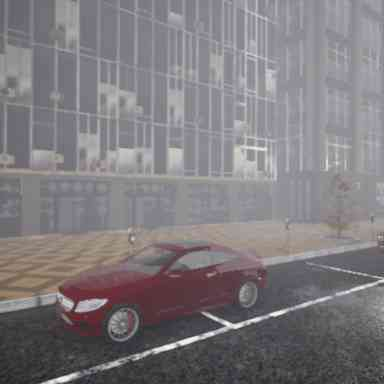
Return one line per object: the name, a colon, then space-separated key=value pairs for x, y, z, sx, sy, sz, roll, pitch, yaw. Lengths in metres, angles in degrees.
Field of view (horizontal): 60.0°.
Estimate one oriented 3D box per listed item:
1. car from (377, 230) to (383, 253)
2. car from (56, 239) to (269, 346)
car: x=8.949 y=1.647 z=12.946 sx=4.507 sy=1.381 sz=1.887 roll=0 pitch=0 yaw=-36
car: x=-0.329 y=1.606 z=6.327 sx=4.206 sy=1.307 sz=1.802 roll=0 pitch=0 yaw=-36
